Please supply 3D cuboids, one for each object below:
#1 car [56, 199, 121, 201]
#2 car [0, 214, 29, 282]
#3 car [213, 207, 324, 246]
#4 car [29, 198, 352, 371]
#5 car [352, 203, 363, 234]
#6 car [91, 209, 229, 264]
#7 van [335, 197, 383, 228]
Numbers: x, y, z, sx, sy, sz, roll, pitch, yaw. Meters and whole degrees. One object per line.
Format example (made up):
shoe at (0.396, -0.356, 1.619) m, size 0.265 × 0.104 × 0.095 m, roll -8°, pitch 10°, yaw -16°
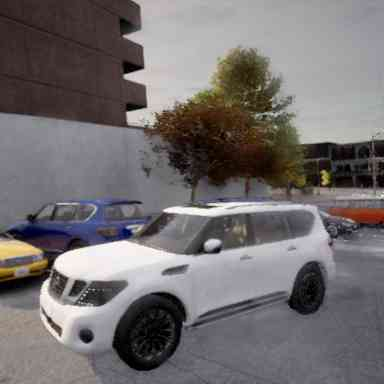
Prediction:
car at (-3.786, 1.255, 10.903) m, size 5.566 × 2.045 × 2.435 m, roll -1°, pitch -1°, yaw 35°
car at (-6.044, 1.497, 9.041) m, size 5.366 × 1.575 × 1.946 m, roll -1°, pitch -1°, yaw 35°
car at (3.612, 1.549, 16.087) m, size 4.792 × 1.488 × 2.163 m, roll -1°, pitch -1°, yaw 35°
car at (0.328, 1.228, 6.067) m, size 5.566 × 2.045 × 2.150 m, roll 0°, pitch 0°, yaw -35°
car at (6.107, 1.525, 17.789) m, size 4.892 × 1.521 × 2.231 m, roll -1°, pitch -1°, yaw 35°
car at (-1.308, 1.512, 12.620) m, size 4.892 × 1.521 × 2.231 m, roll -1°, pitch -1°, yaw 35°
van at (10.975, 1.308, 21.242) m, size 4.442 × 1.987 × 1.878 m, roll -1°, pitch -1°, yaw 36°
